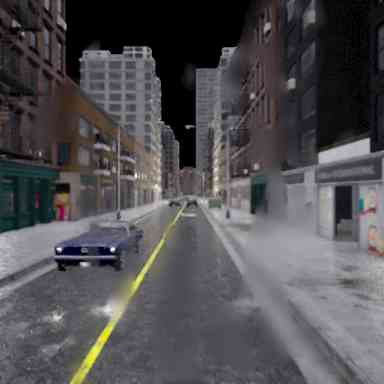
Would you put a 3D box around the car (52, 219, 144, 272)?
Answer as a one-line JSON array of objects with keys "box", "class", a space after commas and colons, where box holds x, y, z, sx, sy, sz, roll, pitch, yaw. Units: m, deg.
[{"box": [-2.851, 1.634, 11.098, 1.895, 1.301, 4.718, 0, 0, 0], "class": "car"}]

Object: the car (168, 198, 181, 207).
[{"box": [-2.800, 1.733, 54.639, 2.033, 1.411, 5.357, 0, 0, 1], "class": "car"}]

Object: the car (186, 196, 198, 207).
[{"box": [0.018, 1.698, 56.546, 1.837, 1.490, 4.892, 0, 0, 0], "class": "car"}]

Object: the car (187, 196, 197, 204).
[{"box": [-0.002, 1.672, 68.505, 1.837, 1.490, 4.892, 0, 0, 0], "class": "car"}]

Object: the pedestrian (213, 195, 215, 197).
[{"box": [3.009, 1.293, 45.878, 0.375, 1.860, 0.375, 0, 0, -14], "class": "pedestrian"}]
